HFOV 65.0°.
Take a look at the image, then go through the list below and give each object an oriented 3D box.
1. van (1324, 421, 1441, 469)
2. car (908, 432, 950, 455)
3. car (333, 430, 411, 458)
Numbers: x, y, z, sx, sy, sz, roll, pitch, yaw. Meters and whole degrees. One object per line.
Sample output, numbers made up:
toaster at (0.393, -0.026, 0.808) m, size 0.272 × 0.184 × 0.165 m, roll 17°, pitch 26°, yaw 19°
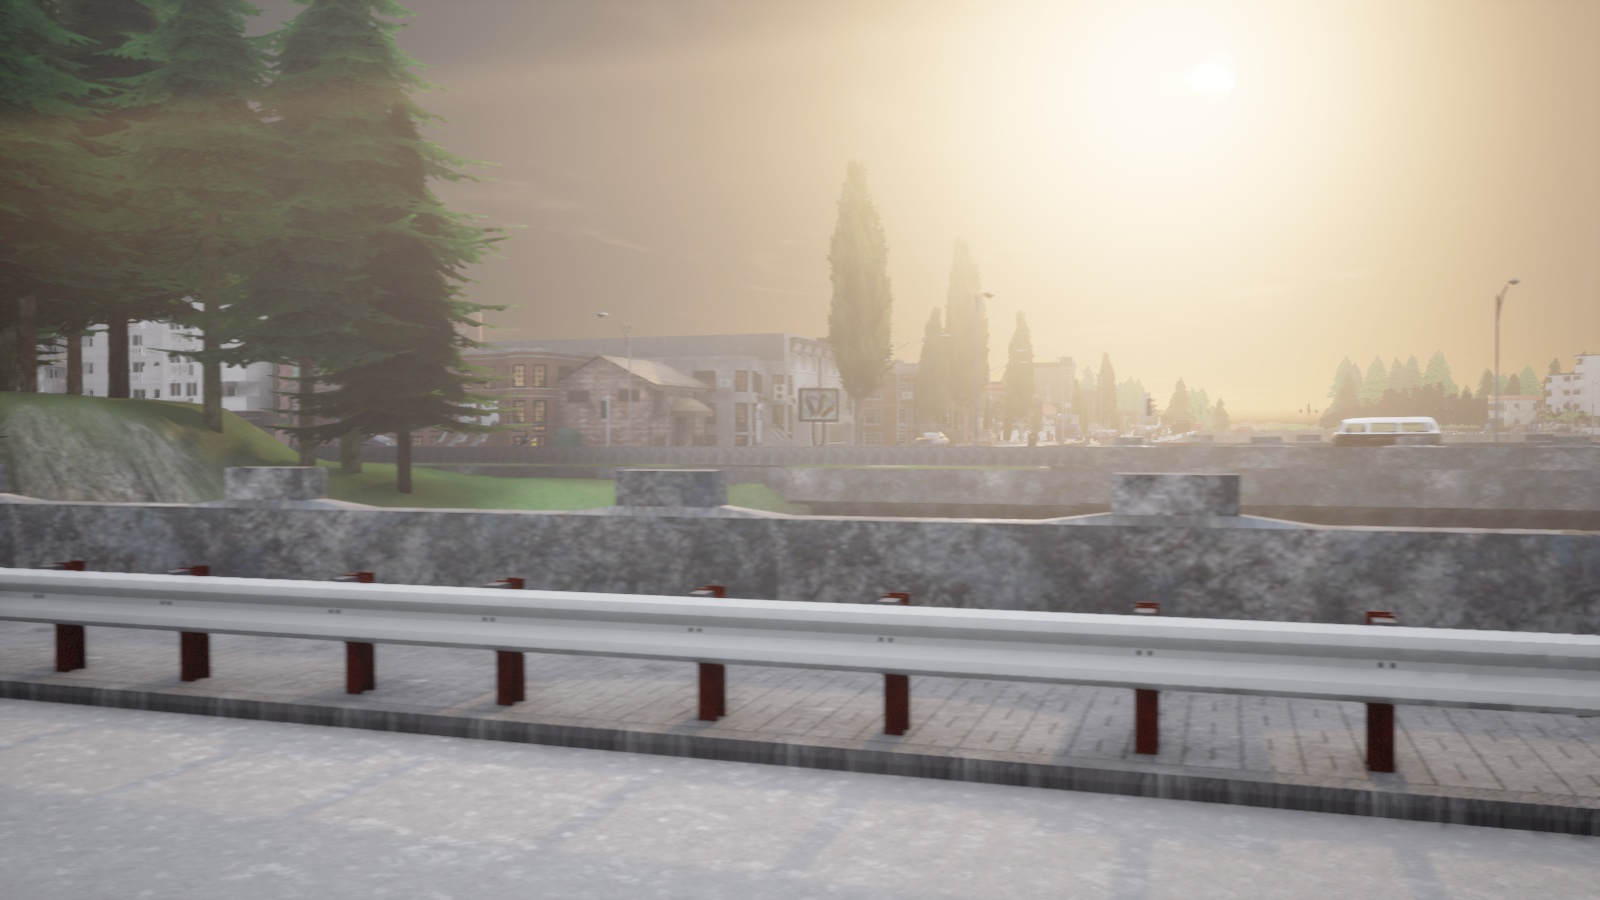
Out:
van at (25.778, -0.245, 55.717) m, size 4.480 × 2.038 × 2.069 m, roll 1°, pitch 1°, yaw 19°
car at (8.611, -0.452, 83.377) m, size 1.812 × 1.442 × 4.674 m, roll 1°, pitch 1°, yaw 19°
car at (-23.183, -0.338, 68.015) m, size 3.633 × 1.501 × 1.845 m, roll 1°, pitch 1°, yaw 19°
